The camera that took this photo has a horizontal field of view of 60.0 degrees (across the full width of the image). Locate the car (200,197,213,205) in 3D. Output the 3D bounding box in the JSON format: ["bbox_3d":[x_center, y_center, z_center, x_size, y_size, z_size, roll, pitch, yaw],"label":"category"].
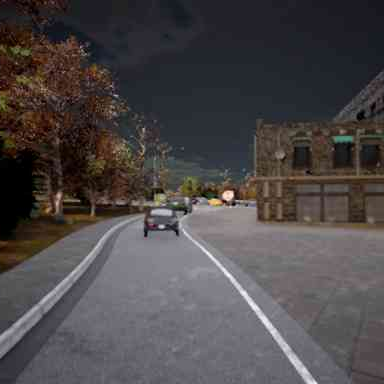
[{"bbox_3d":[1.971,1.846,68.674,2.185,1.767,4.553,4,-1,-18],"label":"car"}]

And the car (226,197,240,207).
[{"bbox_3d":[7.258,2.055,70.424,2.435,2.045,5.566,3,-1,-18],"label":"car"}]

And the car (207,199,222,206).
[{"bbox_3d":[5.666,2.522,83.840,1.946,1.575,5.366,3,-1,-18],"label":"car"}]

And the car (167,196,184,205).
[{"bbox_3d":[-3.295,1.641,66.864,2.163,1.488,4.792,4,-2,-18],"label":"car"}]

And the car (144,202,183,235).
[{"bbox_3d":[-1.698,1.534,18.609,1.812,1.442,4.674,0,0,-5],"label":"car"}]

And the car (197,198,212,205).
[{"bbox_3d":[3.017,2.368,82.962,1.946,1.575,5.366,3,-1,-18],"label":"car"}]

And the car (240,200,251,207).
[{"bbox_3d":[9.900,2.461,71.261,2.231,1.521,4.892,3,-1,-18],"label":"car"}]

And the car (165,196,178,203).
[{"bbox_3d":[-4.971,1.886,80.121,2.002,1.452,4.674,4,-2,-18],"label":"car"}]

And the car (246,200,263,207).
[{"bbox_3d":[16.304,3.034,87.164,2.231,1.521,4.892,3,-1,-18],"label":"car"}]

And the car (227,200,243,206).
[{"bbox_3d":[10.890,2.791,85.371,2.097,1.535,5.008,3,-1,-18],"label":"car"}]

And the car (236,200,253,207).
[{"bbox_3d":[13.536,2.914,86.248,2.097,1.535,5.008,3,-1,-18],"label":"car"}]

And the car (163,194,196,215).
[{"bbox_3d":[-1.298,1.412,36.696,2.150,2.045,5.566,0,-1,8],"label":"car"}]

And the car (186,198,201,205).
[{"bbox_3d":[0.419,2.236,81.935,2.163,1.488,4.792,4,-1,-18],"label":"car"}]

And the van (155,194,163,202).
[{"bbox_3d":[-7.447,1.450,79.166,1.878,1.987,4.442,4,-1,-18],"label":"van"}]

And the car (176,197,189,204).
[{"bbox_3d":[-2.333,2.066,80.996,2.002,1.452,4.674,4,-2,-18],"label":"car"}]

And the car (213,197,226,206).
[{"bbox_3d":[4.608,2.143,69.509,2.097,1.535,5.008,3,-1,-18],"label":"car"}]

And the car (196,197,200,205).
[{"bbox_3d":[-0.677,1.821,67.793,2.163,1.488,4.792,4,-2,-18],"label":"car"}]

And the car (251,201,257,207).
[{"bbox_3d":[12.540,2.632,72.112,2.163,1.488,4.792,3,-1,-18],"label":"car"}]
